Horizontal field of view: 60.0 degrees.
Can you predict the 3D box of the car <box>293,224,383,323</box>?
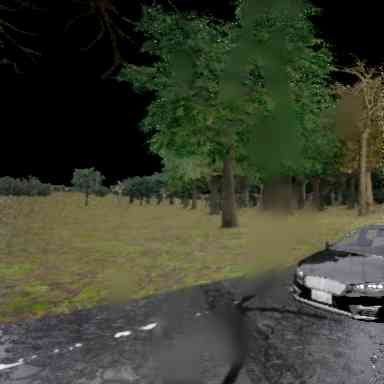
[{"bbox_3d":[4.148,1.459,6.951,4.902,1.511,2.128,0,0,-36],"label":"car"}]
